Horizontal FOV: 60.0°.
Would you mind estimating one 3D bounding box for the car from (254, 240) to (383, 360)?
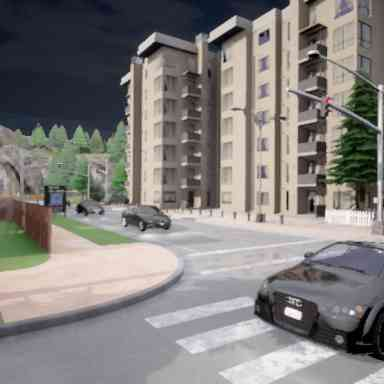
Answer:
[{"bbox_3d":[3.122,1.628,6.068,4.181,1.385,1.994,1,0,-35],"label":"car"}]

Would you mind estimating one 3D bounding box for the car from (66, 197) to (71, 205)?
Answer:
[{"bbox_3d":[-17.987,1.301,45.803,1.837,1.490,4.892,1,0,-32],"label":"car"}]

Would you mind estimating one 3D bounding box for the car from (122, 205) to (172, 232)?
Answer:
[{"bbox_3d":[-2.987,1.598,21.283,1.837,1.490,4.892,1,0,-32],"label":"car"}]

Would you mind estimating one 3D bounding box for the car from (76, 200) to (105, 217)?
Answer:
[{"bbox_3d":[-10.027,1.575,32.715,2.128,1.511,4.902,1,0,-32],"label":"car"}]
